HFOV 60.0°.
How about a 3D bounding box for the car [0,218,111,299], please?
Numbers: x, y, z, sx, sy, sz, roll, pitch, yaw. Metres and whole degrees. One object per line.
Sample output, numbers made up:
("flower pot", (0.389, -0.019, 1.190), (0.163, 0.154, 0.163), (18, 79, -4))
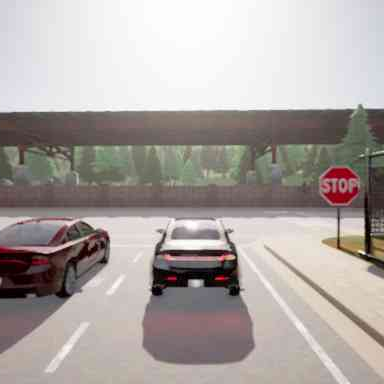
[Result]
("car", (-3.422, 1.369, 8.275), (1.882, 1.535, 5.008), (0, 1, 0))

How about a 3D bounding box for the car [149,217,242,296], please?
("car", (0.078, 1.382, 8.346), (2.128, 1.511, 4.902), (0, 1, 0))
